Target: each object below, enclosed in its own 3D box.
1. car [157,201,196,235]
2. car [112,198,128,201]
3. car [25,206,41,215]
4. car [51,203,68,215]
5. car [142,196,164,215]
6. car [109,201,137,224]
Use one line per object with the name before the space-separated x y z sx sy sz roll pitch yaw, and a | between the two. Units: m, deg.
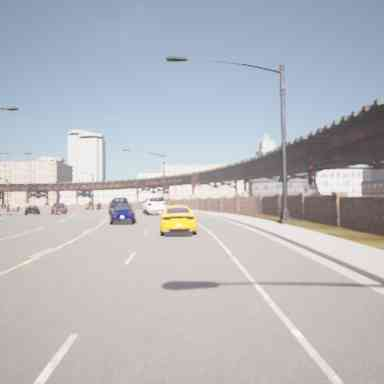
car | -0.883 1.506 19.071 1.882 1.535 5.008 -1 0 -6
car | -9.204 1.751 41.919 2.150 2.045 5.566 -1 -2 -17
car | -23.284 2.696 48.743 1.994 1.385 4.181 0 -3 -24
car | -19.128 2.339 47.954 2.097 1.767 4.553 0 -3 -23
car | -4.394 1.549 38.113 2.150 2.045 5.566 -1 -1 -15
car | -5.349 1.658 26.082 1.812 1.442 4.674 -1 0 -9
